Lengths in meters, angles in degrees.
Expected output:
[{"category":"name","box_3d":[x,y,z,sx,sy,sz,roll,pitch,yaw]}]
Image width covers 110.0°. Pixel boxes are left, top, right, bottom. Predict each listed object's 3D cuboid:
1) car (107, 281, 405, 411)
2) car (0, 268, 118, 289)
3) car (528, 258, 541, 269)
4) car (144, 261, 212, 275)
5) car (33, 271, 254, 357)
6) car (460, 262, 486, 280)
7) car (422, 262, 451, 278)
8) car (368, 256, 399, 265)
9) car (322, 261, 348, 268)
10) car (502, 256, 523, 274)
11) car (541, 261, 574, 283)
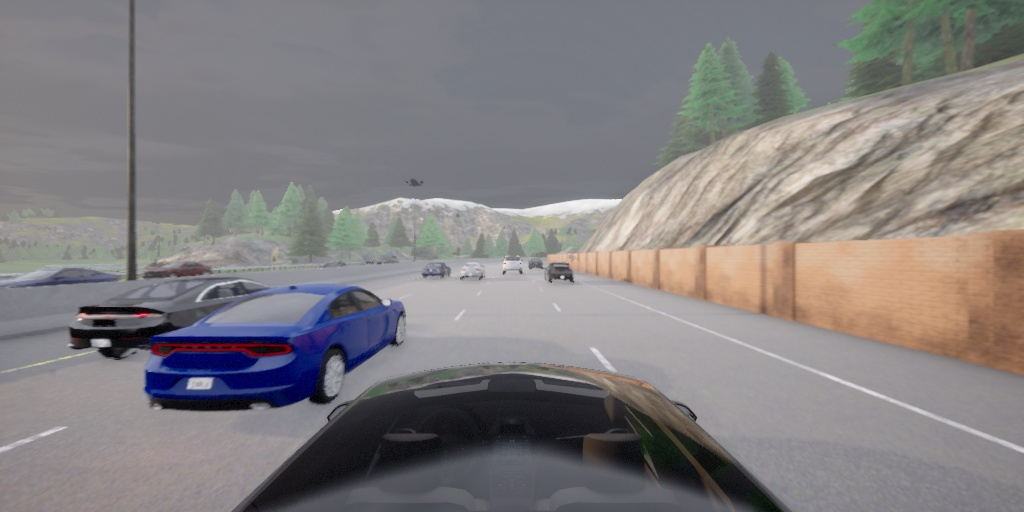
[{"category":"car","box_3d":[-3.389,1.228,6.360,1.882,1.535,5.008,0,0,0]},{"category":"car","box_3d":[-21.100,1.278,16.583,1.812,1.442,4.674,0,0,0]},{"category":"car","box_3d":[3.572,1.103,55.388,2.097,1.767,4.553,0,0,0]},{"category":"car","box_3d":[-28.097,1.231,30.381,1.882,1.535,5.008,0,0,0]},{"category":"car","box_3d":[-6.897,1.243,8.440,2.128,1.511,4.902,0,0,0]},{"category":"car","box_3d":[-3.419,1.277,31.762,1.812,1.442,4.674,0,0,0]},{"category":"car","box_3d":[-6.951,1.299,33.368,2.033,1.411,5.357,0,0,0]},{"category":"car","box_3d":[-17.564,0.968,50.212,2.150,2.045,5.566,0,0,1]},{"category":"car","box_3d":[-24.568,1.319,49.869,1.994,1.385,4.181,0,0,1]},{"category":"car","box_3d":[0.082,0.970,41.653,2.150,2.045,5.566,0,0,0]},{"category":"car","box_3d":[3.583,1.253,27.923,1.837,1.490,4.892,0,0,0]}]
